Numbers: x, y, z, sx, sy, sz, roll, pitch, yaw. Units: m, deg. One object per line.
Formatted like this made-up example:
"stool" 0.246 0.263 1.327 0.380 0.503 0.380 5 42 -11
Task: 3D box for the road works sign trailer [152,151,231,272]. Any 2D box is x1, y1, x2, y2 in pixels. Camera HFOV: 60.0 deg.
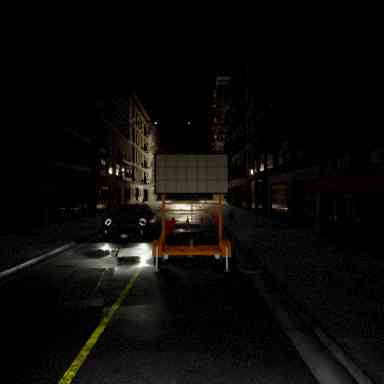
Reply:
"road works sign trailer" -0.006 0.468 10.818 2.380 3.560 2.880 0 0 0

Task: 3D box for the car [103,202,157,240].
"car" -3.021 1.358 16.967 2.097 1.767 4.553 0 0 0
